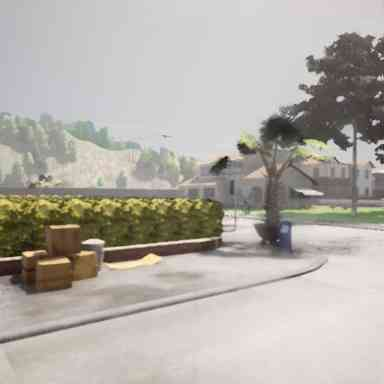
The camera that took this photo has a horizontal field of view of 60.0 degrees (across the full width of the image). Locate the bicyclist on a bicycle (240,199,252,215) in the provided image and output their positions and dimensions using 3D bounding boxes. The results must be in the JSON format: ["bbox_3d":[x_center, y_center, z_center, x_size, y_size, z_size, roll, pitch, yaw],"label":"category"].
[{"bbox_3d":[5.410,1.520,33.217,1.656,1.620,0.582,0,0,-35],"label":"bicyclist on a bicycle"}]
